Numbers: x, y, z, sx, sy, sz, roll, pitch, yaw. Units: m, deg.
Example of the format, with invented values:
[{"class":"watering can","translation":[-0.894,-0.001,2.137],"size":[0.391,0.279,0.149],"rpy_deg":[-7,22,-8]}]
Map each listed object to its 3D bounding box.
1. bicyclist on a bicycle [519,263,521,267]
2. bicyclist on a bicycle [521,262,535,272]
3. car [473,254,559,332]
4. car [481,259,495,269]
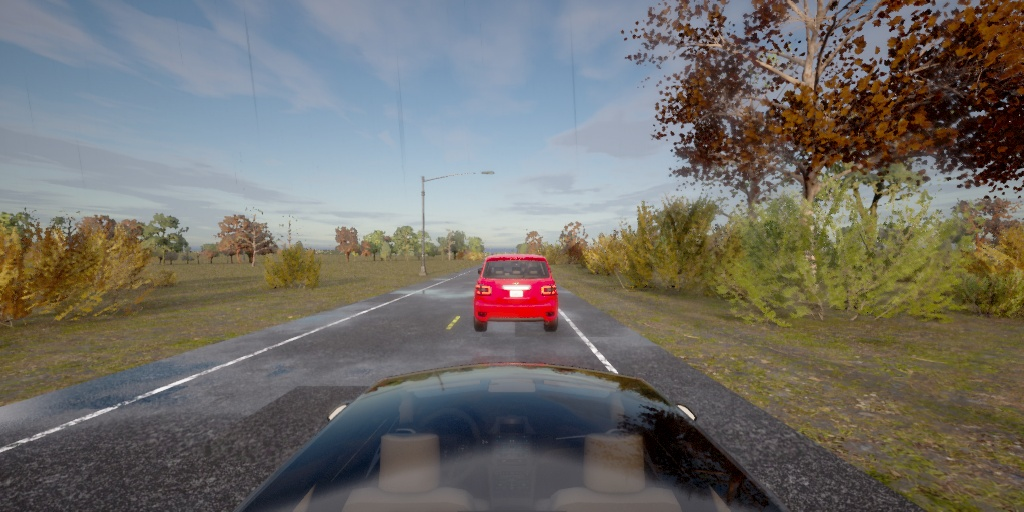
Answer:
[{"class":"bicyclist on a bicycle","translation":[0.903,1.111,28.727],"size":[0.659,1.776,1.843],"rpy_deg":[0,0,0]},{"class":"bicyclist on a bicycle","translation":[0.942,1.114,18.714],"size":[0.659,1.776,1.843],"rpy_deg":[0,0,0]},{"class":"car","translation":[0.091,0.968,11.008],"size":[2.150,2.045,5.566],"rpy_deg":[0,0,0]},{"class":"car","translation":[-3.887,1.228,58.762],"size":[2.128,1.511,4.902],"rpy_deg":[0,0,0]}]
